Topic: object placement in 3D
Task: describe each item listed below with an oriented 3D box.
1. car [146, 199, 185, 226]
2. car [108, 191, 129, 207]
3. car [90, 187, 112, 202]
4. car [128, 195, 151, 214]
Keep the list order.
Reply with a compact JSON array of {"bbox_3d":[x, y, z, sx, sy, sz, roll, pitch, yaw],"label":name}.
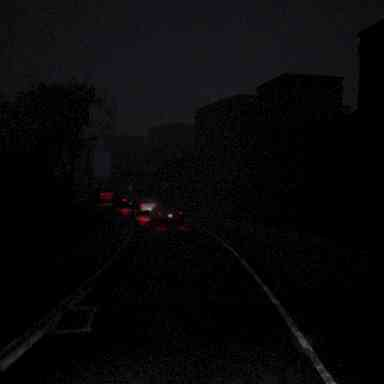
[{"bbox_3d":[-1.781,1.448,22.851,1.994,1.385,4.181,-1,0,-12],"label":"car"},{"bbox_3d":[-8.320,1.035,40.706,1.812,1.442,4.674,-2,3,-31],"label":"car"},{"bbox_3d":[-13.309,0.321,49.053,2.150,2.045,5.566,-2,4,-33],"label":"car"},{"bbox_3d":[-4.620,1.289,32.329,1.812,1.442,4.674,-1,2,-21],"label":"car"}]
